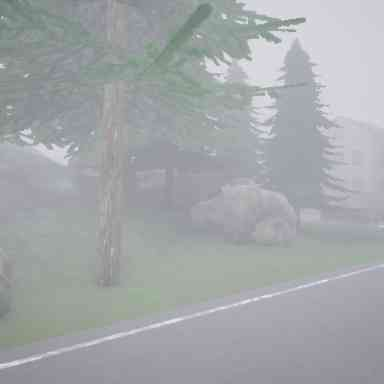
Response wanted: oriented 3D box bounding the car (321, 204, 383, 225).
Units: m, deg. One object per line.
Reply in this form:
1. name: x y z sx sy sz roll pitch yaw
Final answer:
1. car: 11.590 1.548 24.237 1.994 1.385 4.181 0 0 -36
